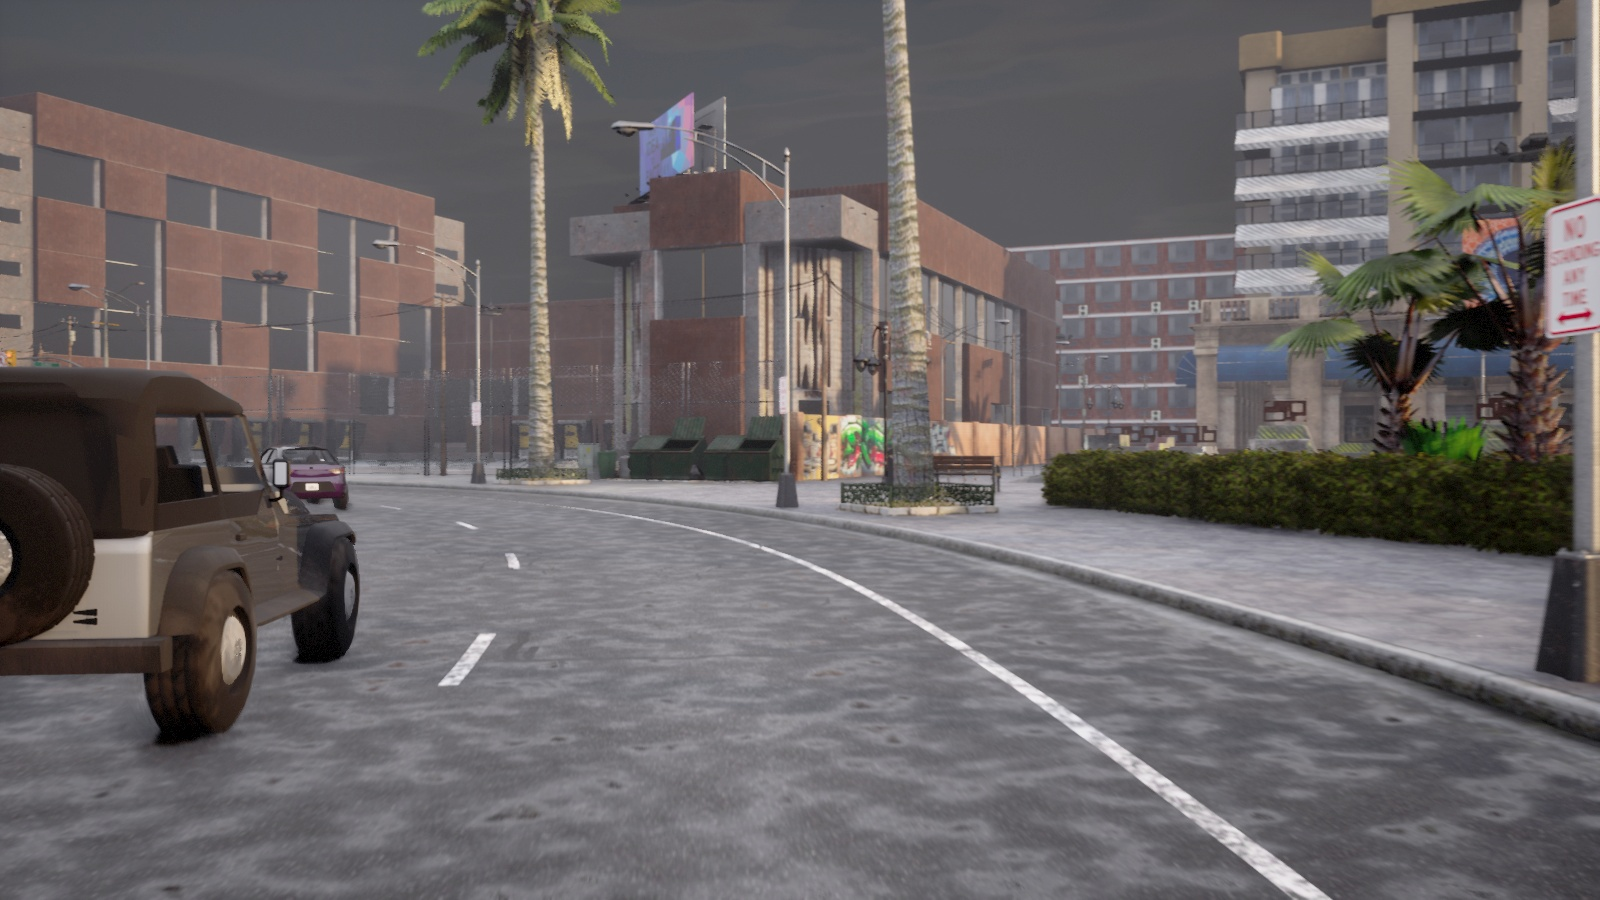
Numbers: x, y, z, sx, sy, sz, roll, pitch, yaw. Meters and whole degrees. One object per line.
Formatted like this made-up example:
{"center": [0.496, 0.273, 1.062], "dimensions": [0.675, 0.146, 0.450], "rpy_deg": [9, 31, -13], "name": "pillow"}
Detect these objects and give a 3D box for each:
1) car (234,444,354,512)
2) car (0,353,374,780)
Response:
{"center": [-11.965, 0.592, 29.561], "dimensions": [1.816, 1.474, 4.193], "rpy_deg": [0, 0, -34], "name": "car"}
{"center": [-3.956, 0.500, 7.416], "dimensions": [1.905, 1.878, 3.866], "rpy_deg": [0, 0, -6], "name": "car"}
